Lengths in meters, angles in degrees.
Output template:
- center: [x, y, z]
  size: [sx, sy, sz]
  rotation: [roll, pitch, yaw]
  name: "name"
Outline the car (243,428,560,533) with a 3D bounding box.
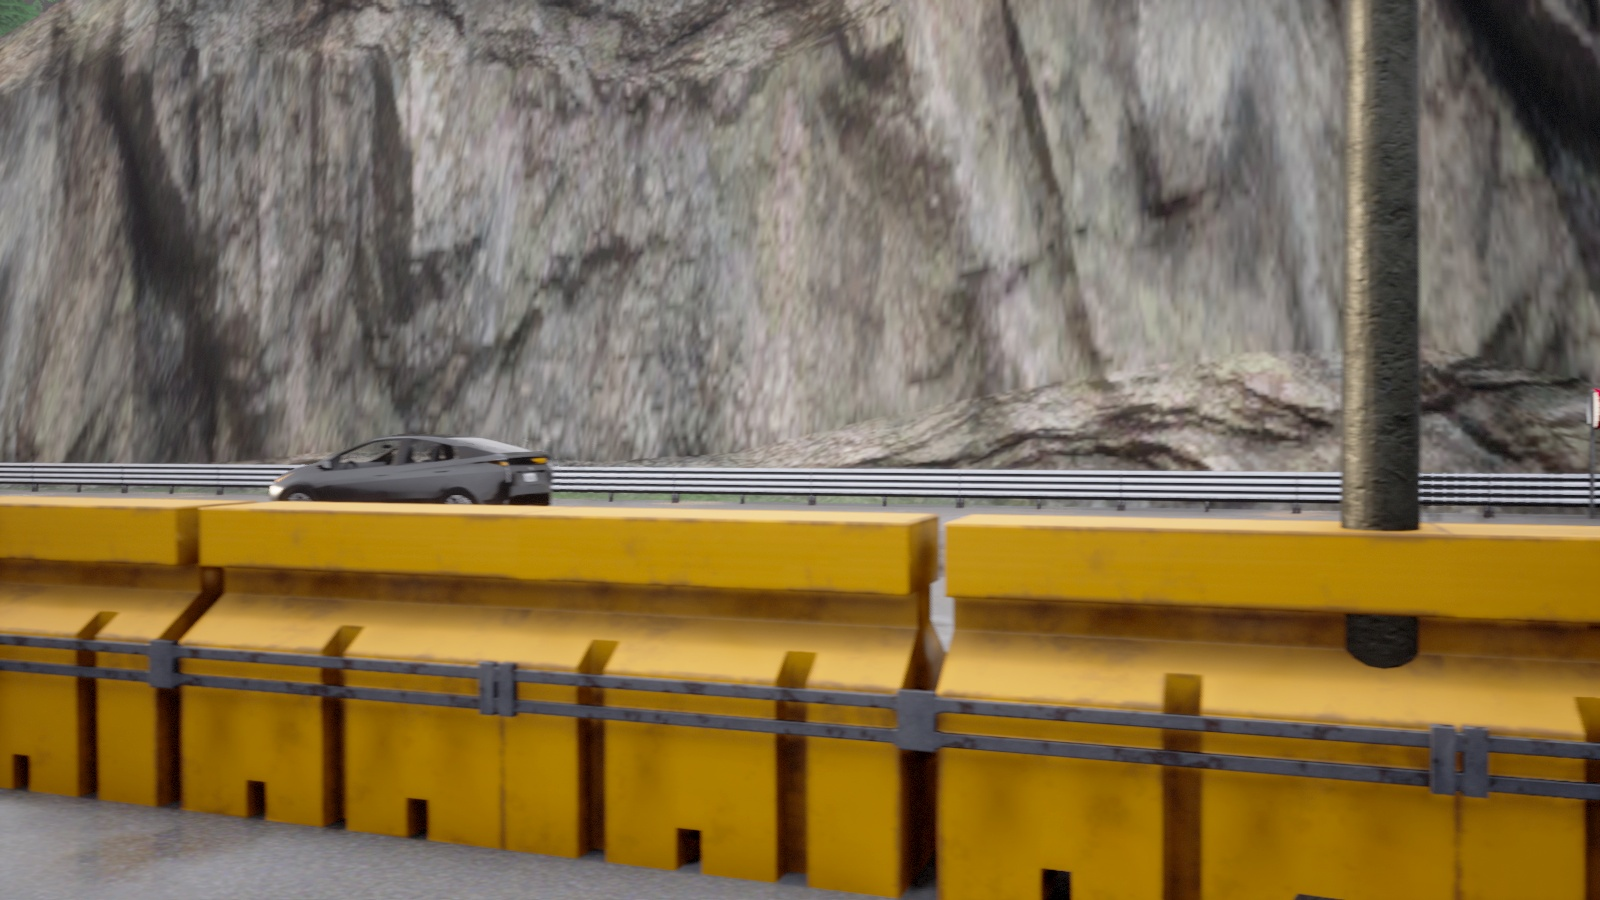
- center: [-6.356, 0.427, 20.161]
  size: [4.514, 1.525, 2.007]
  rotation: [1, 1, 17]
  name: "car"
